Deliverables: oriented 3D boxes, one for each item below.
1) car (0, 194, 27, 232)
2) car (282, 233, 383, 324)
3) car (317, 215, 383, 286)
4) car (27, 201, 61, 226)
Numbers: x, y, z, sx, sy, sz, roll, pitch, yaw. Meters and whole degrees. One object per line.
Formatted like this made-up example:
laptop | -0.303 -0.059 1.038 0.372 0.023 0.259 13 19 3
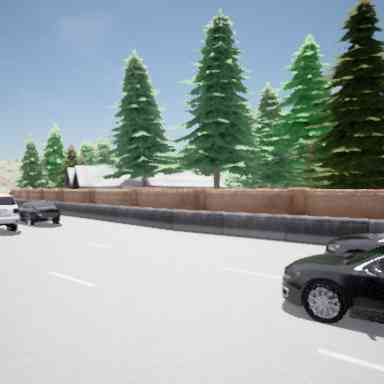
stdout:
car | -11.481 1.118 18.429 5.566 2.045 2.150 0 0 44
car | 3.975 1.525 5.539 4.892 1.490 1.837 0 0 36
car | 5.985 1.522 8.406 4.902 1.511 2.128 0 0 36
car | -10.576 1.402 22.464 4.892 1.490 1.837 0 0 45
